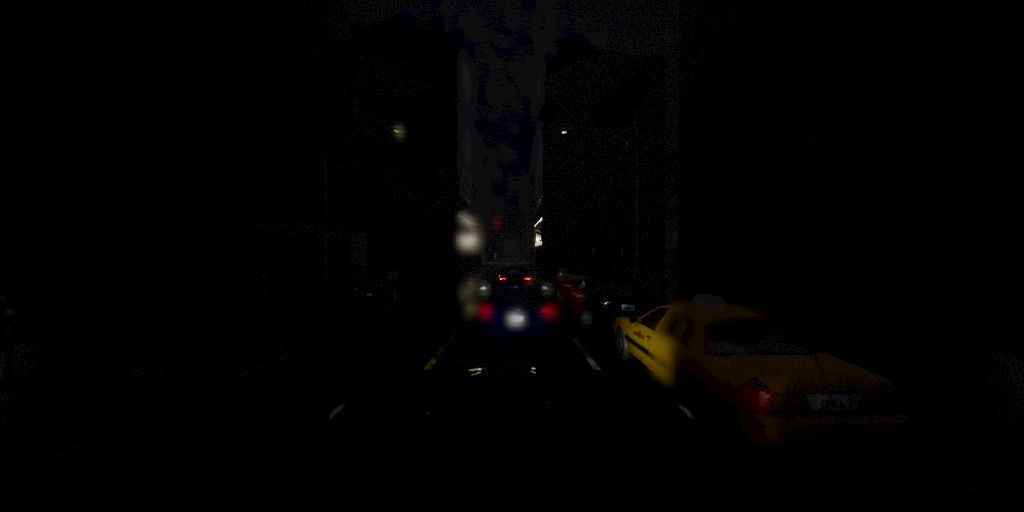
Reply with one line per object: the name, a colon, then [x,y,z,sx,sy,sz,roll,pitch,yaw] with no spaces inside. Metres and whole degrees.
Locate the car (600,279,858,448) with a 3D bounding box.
car: [2.875,1.274,5.504,1.751,1.417,4.829,0,0,0]

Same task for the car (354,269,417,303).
car: [-5.667,1.290,16.506,1.888,1.381,4.507,0,0,0]

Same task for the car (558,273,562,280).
car: [2.878,1.327,16.506,1.802,1.307,4.207,0,0,0]

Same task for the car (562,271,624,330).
car: [2.877,1.313,10.920,1.948,1.339,4.313,0,0,0]

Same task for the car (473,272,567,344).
car: [0.102,1.312,9.605,1.994,1.385,4.181,0,0,0]

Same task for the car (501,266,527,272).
car: [0.107,1.270,19.619,1.812,1.442,4.674,0,0,-2]
